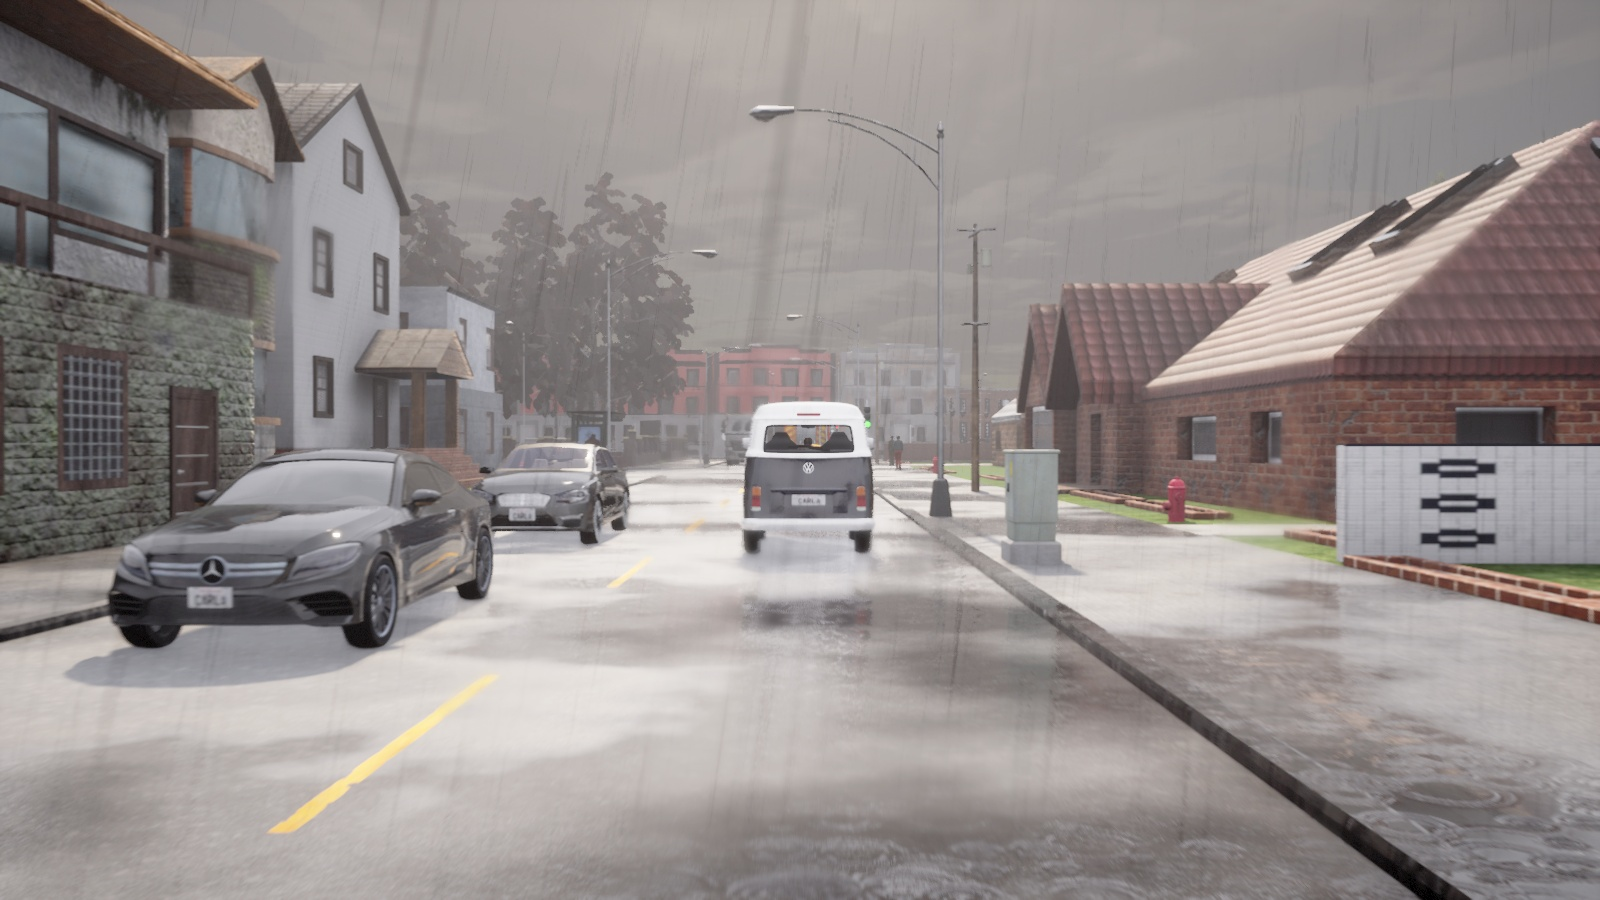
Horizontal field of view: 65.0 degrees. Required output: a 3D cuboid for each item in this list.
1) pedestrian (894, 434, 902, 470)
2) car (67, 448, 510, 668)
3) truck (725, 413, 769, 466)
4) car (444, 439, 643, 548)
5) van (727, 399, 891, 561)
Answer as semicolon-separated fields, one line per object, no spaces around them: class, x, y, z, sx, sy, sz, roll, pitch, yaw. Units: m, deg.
pedestrian;5.011;0.097;64.106;0.353;1.847;0.614;0;0;-2
car;-3.923;0.709;10.641;1.812;1.442;4.674;0;0;0
truck;-3.578;-0.725;86.401;2.891;3.462;7.936;0;0;-1
car;-3.868;0.587;19.912;2.128;1.511;4.902;0;0;0
van;0.122;0.368;18.083;2.069;2.038;4.480;0;0;0
